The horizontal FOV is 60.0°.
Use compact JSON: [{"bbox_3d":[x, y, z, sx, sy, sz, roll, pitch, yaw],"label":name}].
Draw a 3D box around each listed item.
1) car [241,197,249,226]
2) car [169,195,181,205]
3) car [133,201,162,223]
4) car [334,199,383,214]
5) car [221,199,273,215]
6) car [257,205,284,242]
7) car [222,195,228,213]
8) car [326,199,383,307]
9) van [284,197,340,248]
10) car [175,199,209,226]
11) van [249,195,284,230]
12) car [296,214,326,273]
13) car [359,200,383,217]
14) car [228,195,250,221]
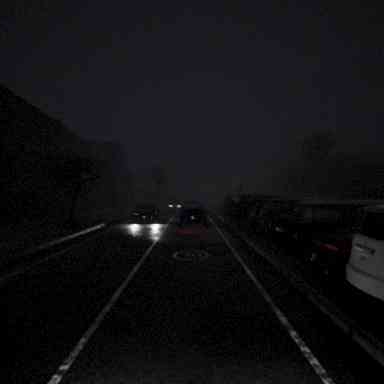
[{"bbox_3d":[5.513,1.356,19.731,4.553,1.767,2.185,0,0,0],"label":"car"},{"bbox_3d":[-3.425,1.641,67.616,2.150,2.045,5.566,0,-1,0],"label":"car"},{"bbox_3d":[-3.415,1.526,26.020,1.837,1.490,4.892,0,0,0],"label":"car"},{"bbox_3d":[18.580,1.557,36.530,5.008,1.535,2.097,0,-1,0],"label":"car"},{"bbox_3d":[5.505,1.536,33.741,4.892,1.521,2.231,0,0,0],"label":"car"},{"bbox_3d":[5.557,1.478,14.122,4.892,1.521,2.231,0,0,0],"label":"car"},{"bbox_3d":[5.545,1.267,30.942,5.566,2.045,2.435,0,0,0],"label":"car"},{"bbox_3d":[5.623,1.219,5.713,5.566,2.045,2.435,0,0,0],"label":"car"},{"bbox_3d":[5.689,1.249,11.320,4.442,1.987,1.878,0,0,0],"label":"van"},{"bbox_3d":[0.038,1.498,23.763,1.882,1.535,5.008,0,0,0],"label":"car"},{"bbox_3d":[5.437,1.253,16.926,4.442,1.987,1.878,0,0,0],"label":"van"},{"bbox_3d":[5.578,1.472,8.516,5.008,1.535,2.097,0,0,0],"label":"car"},{"bbox_3d":[18.602,1.519,30.962,5.008,1.535,2.097,0,0,0],"label":"car"},{"bbox_3d":[5.565,1.236,22.532,5.566,2.045,2.435,0,0,0],"label":"car"}]
